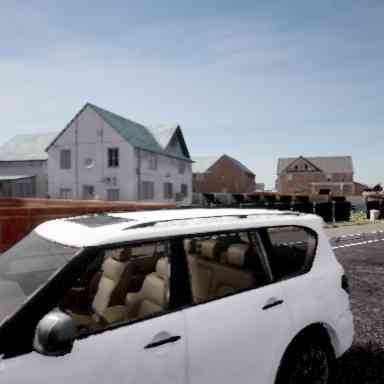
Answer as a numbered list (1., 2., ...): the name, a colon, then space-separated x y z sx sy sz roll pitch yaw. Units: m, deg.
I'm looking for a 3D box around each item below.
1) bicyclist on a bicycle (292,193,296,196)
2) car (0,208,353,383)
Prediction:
1. bicyclist on a bicycle: 14.046 0.943 45.972 0.582 1.620 1.656 1 1 19
2. car: -0.713 1.226 3.177 5.566 2.045 2.150 0 0 -36
